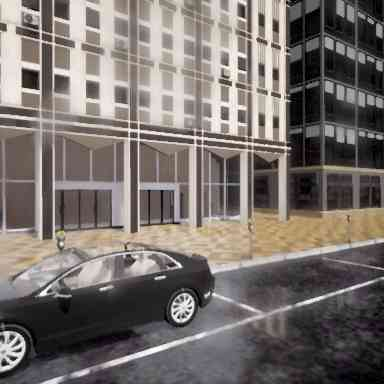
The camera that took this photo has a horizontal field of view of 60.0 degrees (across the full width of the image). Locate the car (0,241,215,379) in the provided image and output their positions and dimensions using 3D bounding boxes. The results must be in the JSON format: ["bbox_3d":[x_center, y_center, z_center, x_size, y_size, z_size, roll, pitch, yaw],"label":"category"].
[{"bbox_3d":[-1.633,1.547,5.398,4.403,1.369,2.008,0,0,-36],"label":"car"}]
